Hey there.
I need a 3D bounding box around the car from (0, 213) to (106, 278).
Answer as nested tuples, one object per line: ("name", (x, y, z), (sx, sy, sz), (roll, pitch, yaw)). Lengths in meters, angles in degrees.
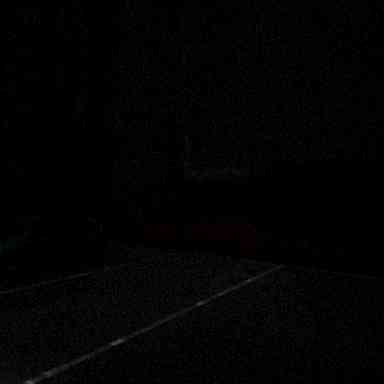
("car", (-4.708, 1.484, 10.352), (1.851, 1.617, 3.988), (0, 0, 35))
